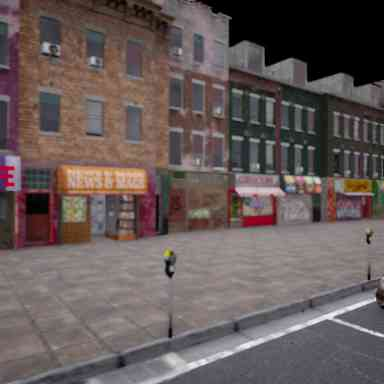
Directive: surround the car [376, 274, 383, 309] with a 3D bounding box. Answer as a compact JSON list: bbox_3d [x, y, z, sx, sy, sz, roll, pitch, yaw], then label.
[{"bbox_3d":[5.360,1.640,6.635,4.206,1.307,1.802,1,0,-36],"label":"car"}]
